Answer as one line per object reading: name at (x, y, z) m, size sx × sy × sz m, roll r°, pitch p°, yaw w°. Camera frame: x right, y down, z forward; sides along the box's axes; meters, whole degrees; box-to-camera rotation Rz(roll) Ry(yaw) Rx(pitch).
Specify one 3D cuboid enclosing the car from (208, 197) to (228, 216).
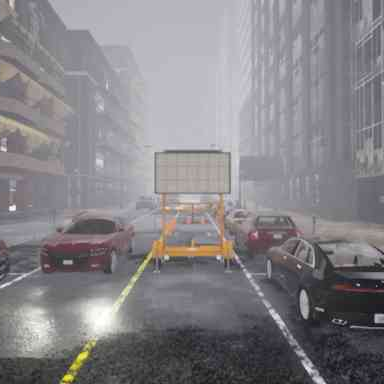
car at (2.766, 1.437, 29.478) m, size 1.967 × 1.590 × 4.097 m, roll 1°, pitch 0°, yaw 0°

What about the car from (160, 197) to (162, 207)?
car at (-5.580, 1.514, 46.283) m, size 1.752 × 1.417 × 4.829 m, roll 1°, pitch 0°, yaw 0°

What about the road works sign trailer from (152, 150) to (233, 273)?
road works sign trailer at (0.023, 0.465, 10.642) m, size 2.380 × 3.560 × 2.880 m, roll 0°, pitch 0°, yaw 0°

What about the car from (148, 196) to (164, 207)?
car at (-5.566, 1.425, 52.104) m, size 1.967 × 1.590 × 4.097 m, roll 1°, pitch 0°, yaw 0°

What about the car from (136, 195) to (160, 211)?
car at (-5.588, 1.306, 40.802) m, size 2.192 × 1.841 × 5.009 m, roll 1°, pitch 0°, yaw 0°

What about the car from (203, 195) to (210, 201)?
car at (2.801, 1.513, 46.604) m, size 1.752 × 1.417 × 4.829 m, roll 1°, pitch 0°, yaw 0°

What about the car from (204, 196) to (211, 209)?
car at (2.788, 1.557, 40.782) m, size 1.947 × 1.339 × 4.313 m, roll 1°, pitch 0°, yaw 0°

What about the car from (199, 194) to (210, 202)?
car at (2.852, 1.289, 69.039) m, size 2.192 × 1.841 × 5.009 m, roll 1°, pitch 0°, yaw 0°

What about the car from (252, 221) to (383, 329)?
car at (2.716, 1.551, 6.872) m, size 2.008 × 1.369 × 4.403 m, roll 1°, pitch 0°, yaw 0°

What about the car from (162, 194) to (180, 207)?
car at (-2.985, 1.207, 51.223) m, size 2.150 × 2.045 × 5.566 m, roll 0°, pitch 0°, yaw 0°

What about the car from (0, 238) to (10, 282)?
car at (-5.662, 1.441, 6.891) m, size 1.967 × 1.590 × 4.097 m, roll 1°, pitch 0°, yaw 0°

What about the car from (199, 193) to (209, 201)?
car at (2.876, 1.279, 80.342) m, size 2.192 × 1.841 × 5.009 m, roll 1°, pitch 0°, yaw 0°

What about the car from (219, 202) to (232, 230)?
car at (2.741, 1.526, 18.346) m, size 1.752 × 1.417 × 4.829 m, roll 1°, pitch 0°, yaw 0°

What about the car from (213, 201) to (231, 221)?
car at (2.752, 1.581, 23.827) m, size 1.802 × 1.307 × 4.206 m, roll 1°, pitch 0°, yaw 0°

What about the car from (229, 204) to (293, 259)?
car at (2.730, 1.441, 12.525) m, size 1.967 × 1.590 × 4.097 m, roll 1°, pitch 0°, yaw 0°

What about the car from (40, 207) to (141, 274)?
car at (-3.079, 1.478, 10.754) m, size 1.882 × 1.535 × 5.008 m, roll 0°, pitch 0°, yaw 0°

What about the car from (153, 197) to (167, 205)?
car at (-5.555, 1.526, 57.757) m, size 1.887 × 1.381 × 4.507 m, roll 1°, pitch 0°, yaw 0°
